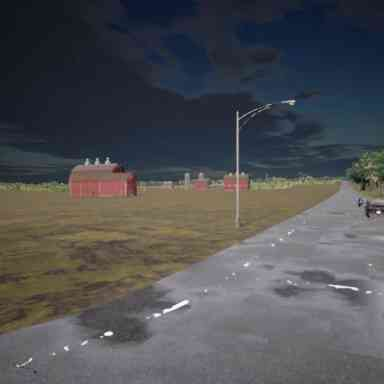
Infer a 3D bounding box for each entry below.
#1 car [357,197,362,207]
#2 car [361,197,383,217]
[{"bbox_3d":[25.854,1.424,49.791,2.033,1.411,5.357,0,0,25],"label":"car"},{"bbox_3d":[17.049,1.480,30.755,1.837,1.490,4.892,0,0,25],"label":"car"}]
